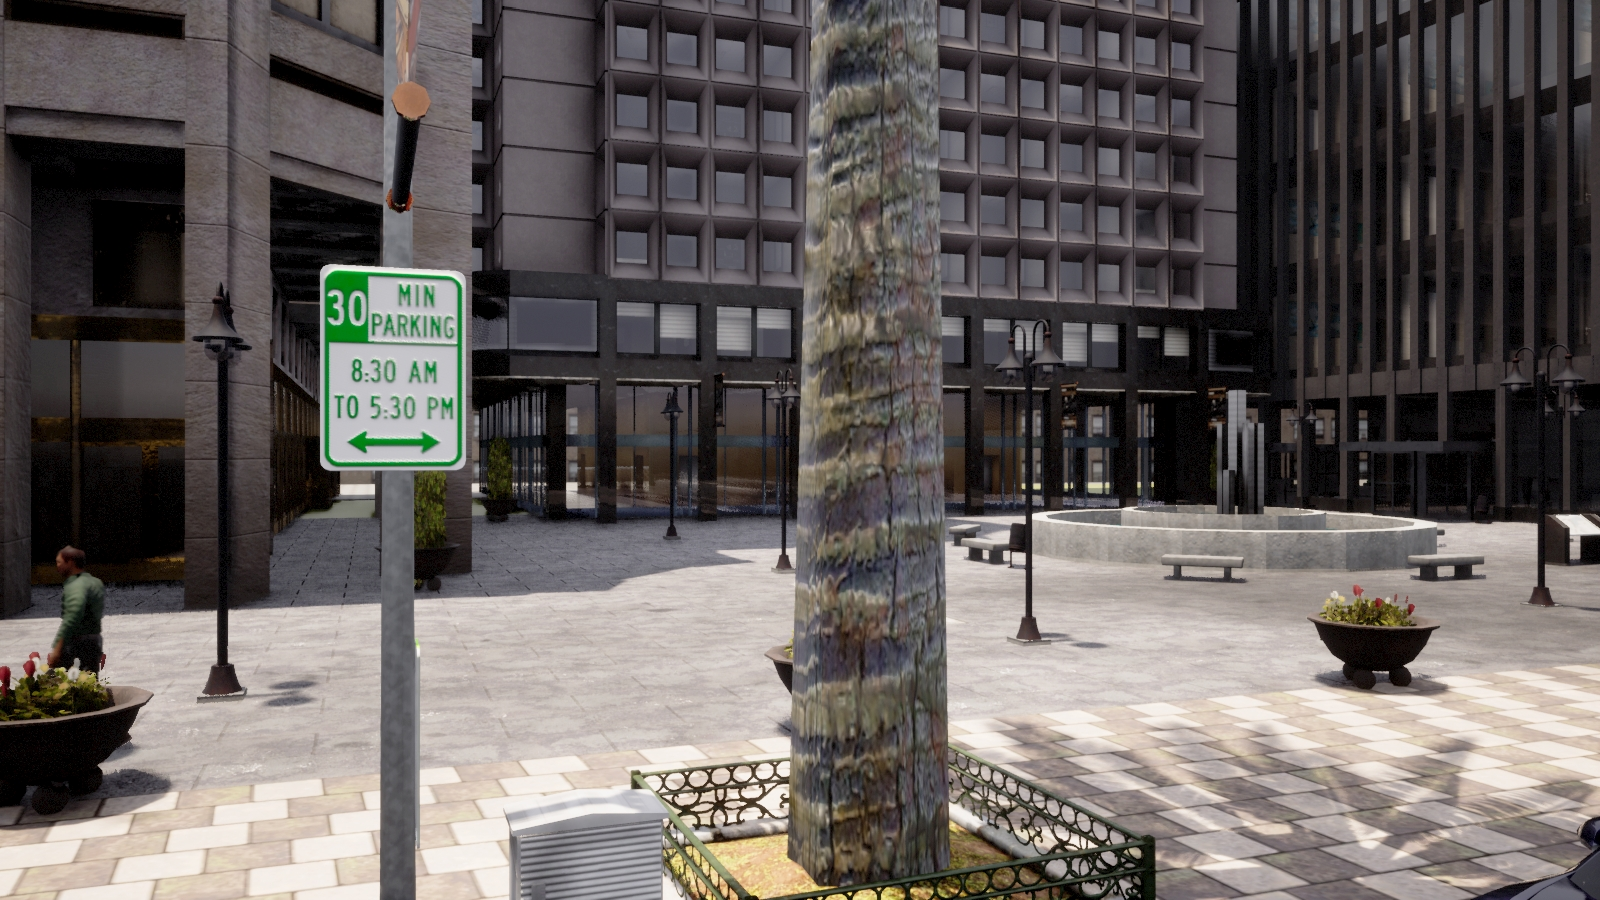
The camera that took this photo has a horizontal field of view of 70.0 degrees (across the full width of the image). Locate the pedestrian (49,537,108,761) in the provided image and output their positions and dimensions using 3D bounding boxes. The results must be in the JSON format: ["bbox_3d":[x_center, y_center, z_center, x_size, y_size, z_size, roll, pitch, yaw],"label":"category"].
[{"bbox_3d":[-6.264,1.703,9.932,0.375,1.860,0.375,0,0,-22],"label":"pedestrian"}]
